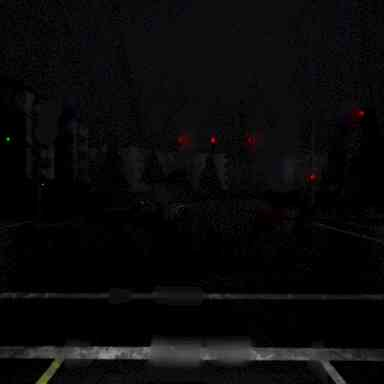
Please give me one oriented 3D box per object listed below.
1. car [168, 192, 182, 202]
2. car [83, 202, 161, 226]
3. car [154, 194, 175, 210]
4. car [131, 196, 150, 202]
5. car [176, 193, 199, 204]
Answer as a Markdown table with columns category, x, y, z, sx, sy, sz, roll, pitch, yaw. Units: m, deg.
| category | x | y | z | sx | sy | sz | roll | pitch | yaw |
| --- | --- | --- | --- | --- | --- | --- | --- | --- | --- |
| car | -3.410 | 1.025 | 61.676 | 2.150 | 2.045 | 5.566 | 0 | 0 | 22 |
| car | -4.728 | 1.530 | 22.204 | 4.718 | 1.301 | 1.895 | 0 | 0 | 1 |
| car | -3.590 | 1.345 | 41.435 | 1.882 | 1.535 | 5.008 | 0 | 0 | 1 |
| car | -6.960 | 1.334 | 44.930 | 1.882 | 1.535 | 5.008 | 0 | 0 | 4 |
| car | -0.422 | 1.357 | 59.665 | 2.033 | 1.411 | 5.357 | 0 | 0 | 22 |
